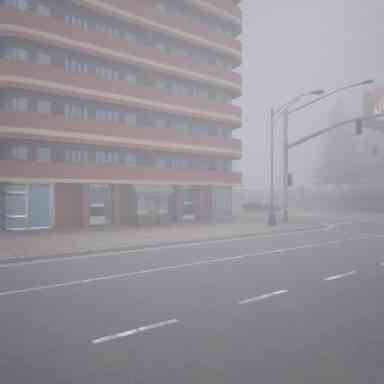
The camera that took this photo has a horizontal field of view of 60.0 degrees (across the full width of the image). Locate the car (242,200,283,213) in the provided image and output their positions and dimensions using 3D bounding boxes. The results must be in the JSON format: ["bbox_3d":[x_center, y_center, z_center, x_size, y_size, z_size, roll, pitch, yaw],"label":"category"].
[{"bbox_3d":[7.895,1.601,37.433,1.895,1.301,4.718,0,0,-36],"label":"car"}]
